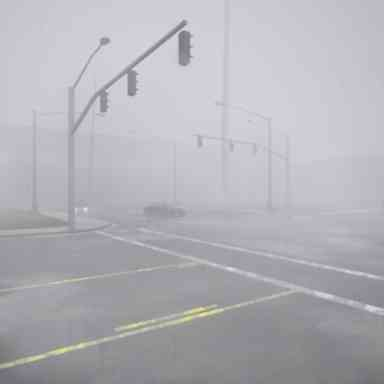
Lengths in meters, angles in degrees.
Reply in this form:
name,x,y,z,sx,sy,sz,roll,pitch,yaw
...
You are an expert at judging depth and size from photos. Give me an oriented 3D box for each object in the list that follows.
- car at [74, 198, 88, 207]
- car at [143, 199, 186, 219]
name,x,y,z,sx,sy,sz,roll,pitch,yaw
car,-17.136,1.604,50.576,1.895,1.301,4.718,0,0,-26
car,-2.507,1.605,29.467,1.895,1.301,4.718,0,0,-35
